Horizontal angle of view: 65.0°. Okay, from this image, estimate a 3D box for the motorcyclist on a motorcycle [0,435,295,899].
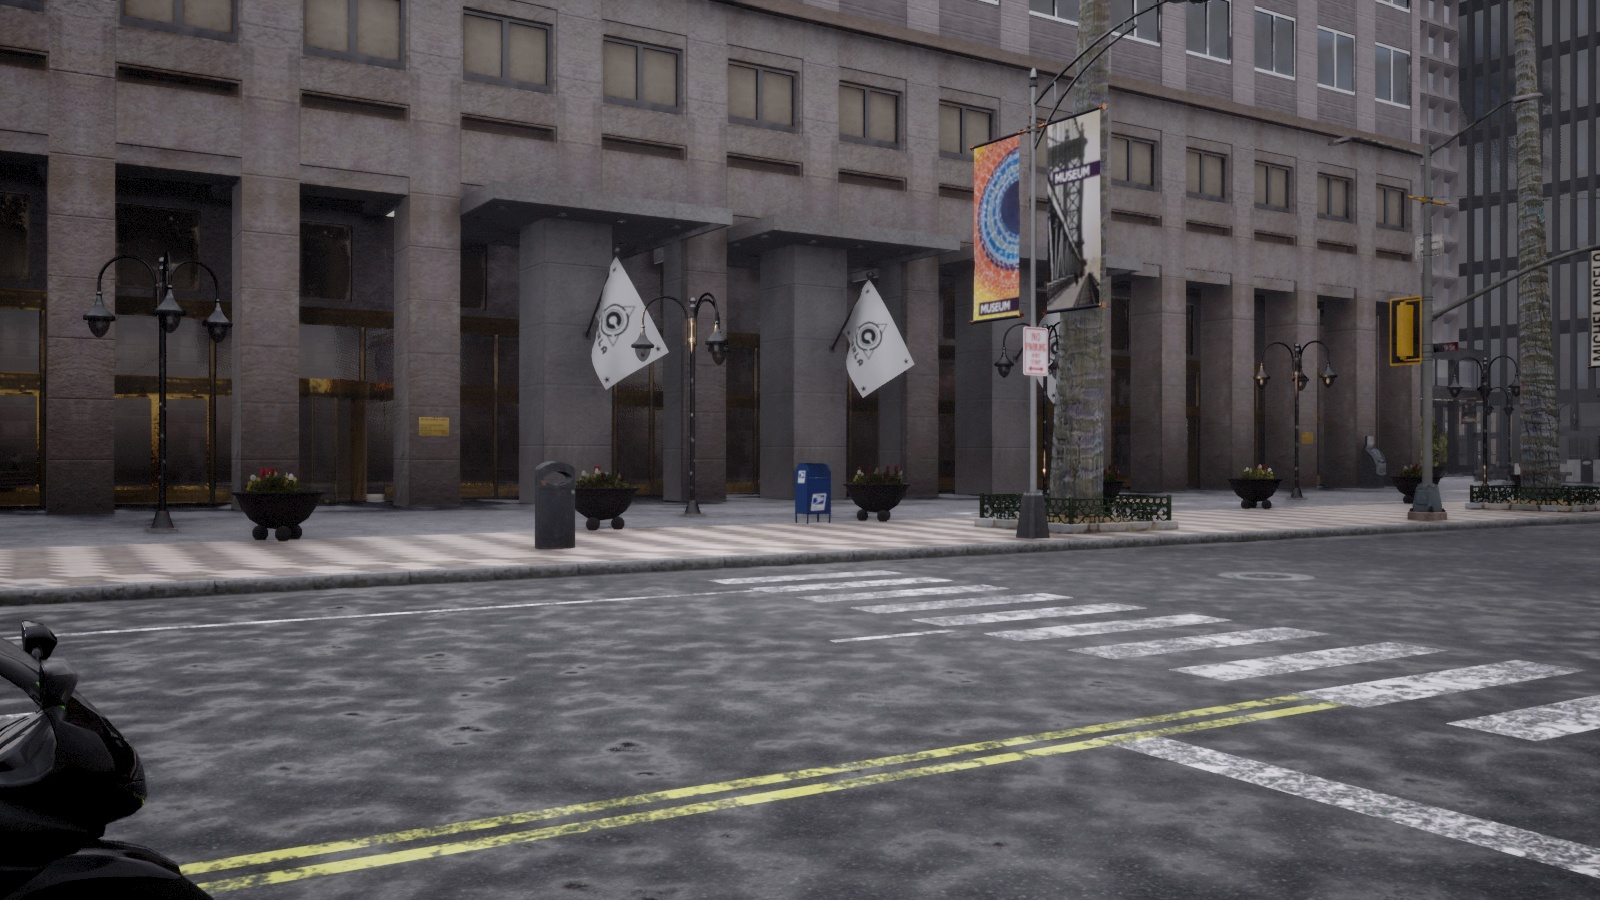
[{"bbox_3d":[-2.079,0.737,2.266,2.044,1.523,0.797,0,0,-34],"label":"motorcyclist on a motorcycle"}]
